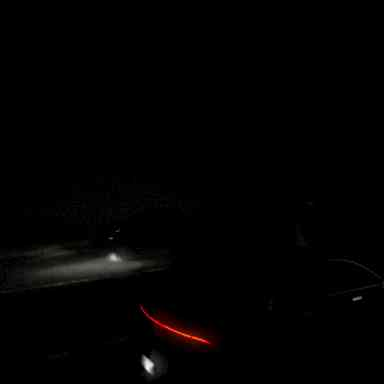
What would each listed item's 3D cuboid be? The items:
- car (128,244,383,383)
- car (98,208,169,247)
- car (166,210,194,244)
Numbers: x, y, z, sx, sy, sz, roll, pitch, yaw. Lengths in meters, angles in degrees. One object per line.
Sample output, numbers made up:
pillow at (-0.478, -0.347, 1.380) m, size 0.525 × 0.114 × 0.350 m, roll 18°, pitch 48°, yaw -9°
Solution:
car at (1.515, 1.538, 4.827) m, size 4.892 × 1.490 × 1.837 m, roll 1°, pitch 0°, yaw -36°
car at (-1.840, 1.540, 15.611) m, size 5.008 × 1.535 × 1.882 m, roll 1°, pitch 0°, yaw -36°
car at (1.666, 1.569, 13.836) m, size 4.902 × 1.511 × 2.128 m, roll 1°, pitch 0°, yaw -36°
